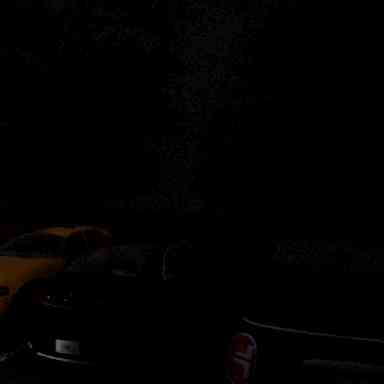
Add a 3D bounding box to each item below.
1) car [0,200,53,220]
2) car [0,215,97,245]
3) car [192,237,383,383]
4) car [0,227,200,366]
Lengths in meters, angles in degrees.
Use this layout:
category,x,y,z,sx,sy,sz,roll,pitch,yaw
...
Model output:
category,x,y,z,sx,sy,sz,roll,pitch,yaw
car,-5.503,1.232,9.556,2.435,2.045,5.566,0,-1,16
car,-3.158,1.479,7.592,1.946,1.575,5.366,1,-1,16
car,1.689,1.361,4.261,2.185,1.767,4.553,0,-1,16
car,-0.713,1.486,6.020,2.231,1.521,4.892,0,-1,16
